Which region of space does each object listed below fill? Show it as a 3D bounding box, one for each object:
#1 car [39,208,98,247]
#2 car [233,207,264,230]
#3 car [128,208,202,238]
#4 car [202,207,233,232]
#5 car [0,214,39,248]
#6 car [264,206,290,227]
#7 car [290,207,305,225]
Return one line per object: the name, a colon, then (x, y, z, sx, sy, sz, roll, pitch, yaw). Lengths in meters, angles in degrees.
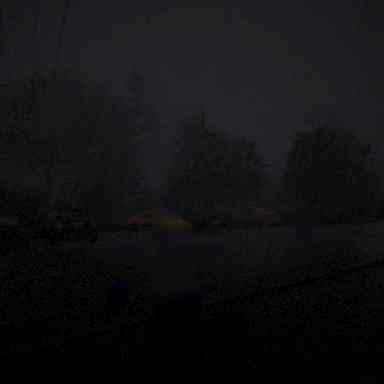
car: (-6.470, 1.581, 16.730, 2.185, 1.767, 4.553, 1, -1, -37)
car: (2.259, 1.823, 23.443, 2.231, 1.521, 4.892, 1, -1, -37)
car: (-2.004, 1.766, 19.946, 1.946, 1.575, 5.366, 1, -1, -37)
car: (0.059, 1.829, 21.791, 2.163, 1.488, 4.792, 1, -1, -37)
car: (-8.683, 1.705, 15.074, 2.002, 1.452, 4.674, 1, -1, -37)
car: (4.454, 1.844, 25.105, 2.097, 1.535, 5.008, 1, -1, -37)
car: (6.644, 1.865, 26.776, 2.231, 1.521, 4.892, 0, -1, -37)
